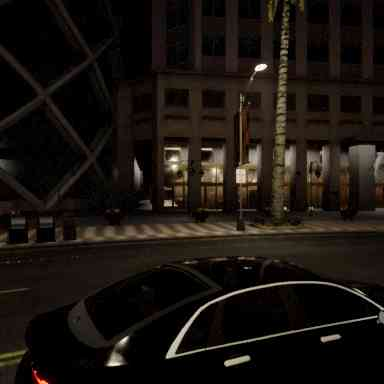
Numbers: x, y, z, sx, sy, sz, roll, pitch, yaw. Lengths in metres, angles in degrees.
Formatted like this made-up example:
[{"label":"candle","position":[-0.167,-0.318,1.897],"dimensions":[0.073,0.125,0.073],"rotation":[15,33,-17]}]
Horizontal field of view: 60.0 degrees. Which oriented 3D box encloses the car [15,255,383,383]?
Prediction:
[{"label":"car","position":[0.802,1.505,3.700],"dimensions":[4.892,1.490,1.837],"rotation":[0,0,-26]}]
